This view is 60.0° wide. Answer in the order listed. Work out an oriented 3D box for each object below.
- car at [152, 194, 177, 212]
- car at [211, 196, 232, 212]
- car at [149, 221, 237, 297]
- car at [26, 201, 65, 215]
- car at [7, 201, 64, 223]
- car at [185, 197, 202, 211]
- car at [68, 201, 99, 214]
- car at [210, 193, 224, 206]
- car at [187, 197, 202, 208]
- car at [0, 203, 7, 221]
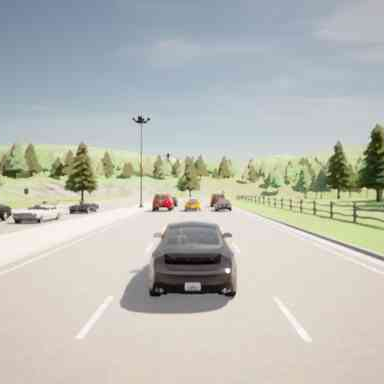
[{"bbox_3d":[-3.367,1.206,39.216,2.150,2.045,5.566,0,0,1],"label":"car"},{"bbox_3d":[3.632,1.532,39.166,2.033,1.411,5.357,0,0,1],"label":"car"},{"bbox_3d":[0.021,1.500,8.572,1.837,1.490,4.892,0,0,0],"label":"car"},{"bbox_3d":[-14.914,1.587,34.160,1.895,1.301,4.718,0,0,0],"label":"car"},{"bbox_3d":[-11.516,1.591,25.115,1.895,1.301,4.718,0,0,1],"label":"car"},{"bbox_3d":[0.137,1.462,39.591,1.882,1.535,5.008,0,0,1],"label":"car"},{"bbox_3d":[-11.410,1.587,35.308,1.895,1.301,4.718,0,0,0],"label":"car"},{"bbox_3d":[3.880,1.201,49.790,2.150,2.045,5.566,0,0,2],"label":"car"},{"bbox_3d":[0.380,1.471,49.860,2.128,1.511,4.902,0,0,2],"label":"car"},{"bbox_3d":[-15.013,1.482,24.018,2.128,1.511,4.902,0,0,0],"label":"car"}]
